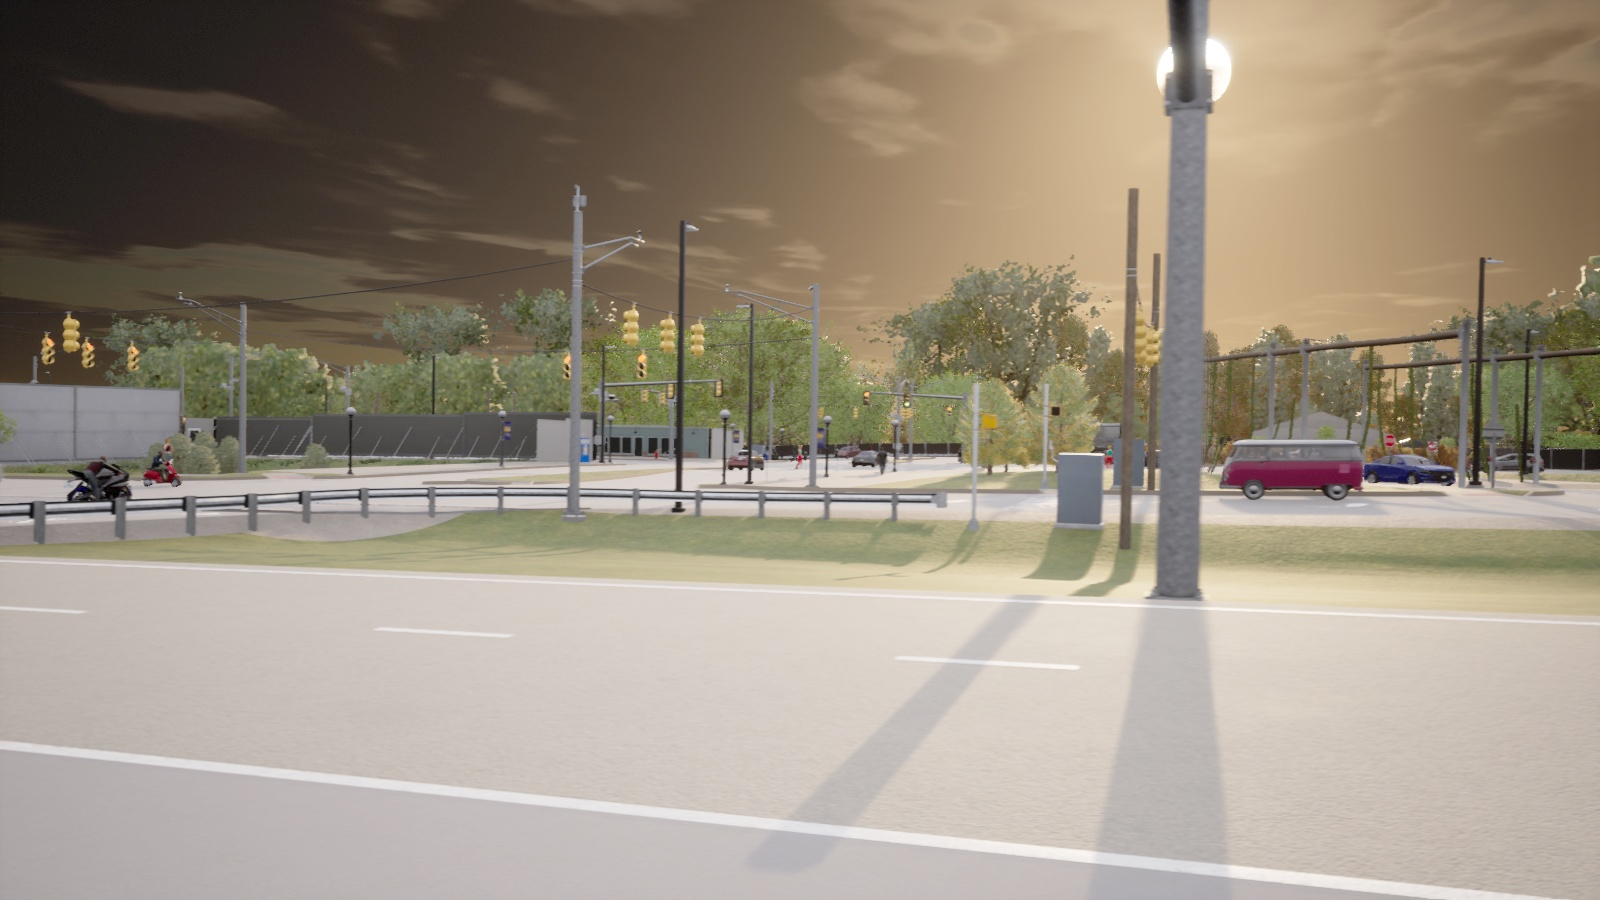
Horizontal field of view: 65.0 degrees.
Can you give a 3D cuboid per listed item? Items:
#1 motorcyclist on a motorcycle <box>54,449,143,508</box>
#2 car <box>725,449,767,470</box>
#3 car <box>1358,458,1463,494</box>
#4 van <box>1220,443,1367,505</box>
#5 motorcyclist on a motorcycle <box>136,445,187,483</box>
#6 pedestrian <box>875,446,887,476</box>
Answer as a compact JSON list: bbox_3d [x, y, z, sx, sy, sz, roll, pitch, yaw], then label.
[{"bbox_3d":[-19.720,0.780,35.364,0.866,1.530,2.191,1,2,16],"label":"motorcyclist on a motorcycle"},{"bbox_3d":[-3.868,0.676,90.659,1.970,1.475,3.806,1,0,14],"label":"car"},{"bbox_3d":[28.389,1.172,58.587,1.882,1.535,5.008,1,0,-8],"label":"car"},{"bbox_3d":[16.353,0.765,41.847,4.442,1.987,1.775,0,1,18],"label":"van"},{"bbox_3d":[-27.406,0.611,53.909,1.817,1.590,0.866,1,1,9],"label":"motorcyclist on a motorcycle"},{"bbox_3d":[5.214,0.724,80.443,0.563,1.883,0.849,2,1,14],"label":"pedestrian"}]
